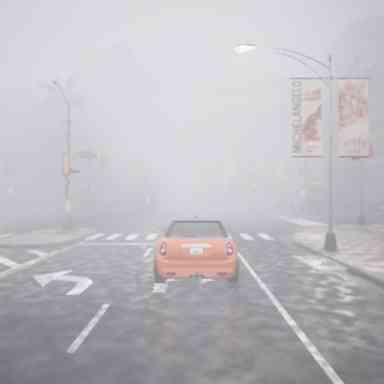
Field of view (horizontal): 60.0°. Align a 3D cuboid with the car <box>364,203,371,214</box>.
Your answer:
[{"bbox_3d":[23.198,1.588,38.746,5.566,2.045,2.150,0,-1,1],"label":"car"}]

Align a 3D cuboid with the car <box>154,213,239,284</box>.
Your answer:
[{"bbox_3d":[0.117,1.446,9.995,2.097,1.767,4.553,0,-1,0],"label":"car"}]

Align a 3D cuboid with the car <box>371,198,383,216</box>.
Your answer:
[{"bbox_3d":[22.072,1.686,35.249,4.553,1.767,2.097,0,-1,1],"label":"car"}]
